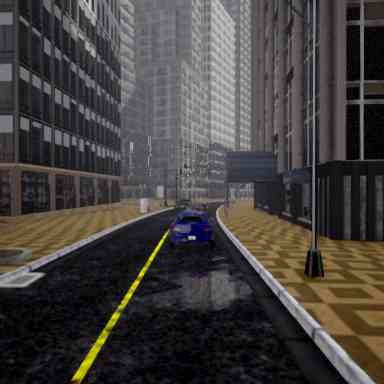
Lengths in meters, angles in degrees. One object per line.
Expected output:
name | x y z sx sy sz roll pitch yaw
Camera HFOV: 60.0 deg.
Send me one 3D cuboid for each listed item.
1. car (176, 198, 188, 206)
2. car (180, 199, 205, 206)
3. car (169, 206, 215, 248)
car | -0.978 1.654 45.721 1.837 1.490 4.892 0 0 7
car | 0.352 1.607 29.572 2.033 1.411 5.357 0 0 3
car | 0.000 1.543 14.652 1.812 1.442 4.674 0 0 0
